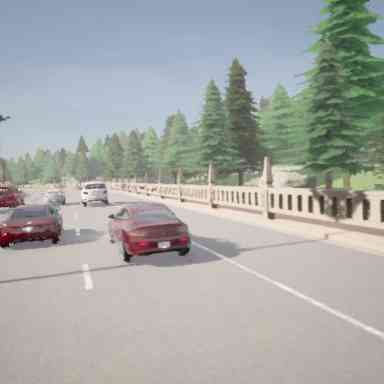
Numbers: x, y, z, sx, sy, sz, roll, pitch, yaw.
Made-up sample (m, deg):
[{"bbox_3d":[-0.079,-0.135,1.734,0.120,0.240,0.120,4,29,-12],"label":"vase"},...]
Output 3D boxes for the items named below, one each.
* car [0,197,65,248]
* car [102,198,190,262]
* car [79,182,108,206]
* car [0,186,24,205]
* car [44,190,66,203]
[{"bbox_3d":[-6.302,1.174,13.251,1.994,1.385,4.181,-3,3,-20],"label":"car"},{"bbox_3d":[-1.501,1.068,10.365,1.812,1.442,4.674,-3,3,-20],"label":"car"},{"bbox_3d":[-9.108,0.114,30.743,2.150,2.045,5.566,-3,3,-20],"label":"car"},{"bbox_3d":[-15.235,0.546,27.173,2.150,2.045,5.566,-3,3,-20],"label":"car"},{"bbox_3d":[-13.807,0.490,33.403,1.812,1.442,4.674,-3,3,-20],"label":"car"}]
